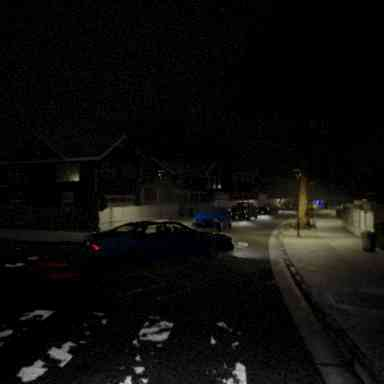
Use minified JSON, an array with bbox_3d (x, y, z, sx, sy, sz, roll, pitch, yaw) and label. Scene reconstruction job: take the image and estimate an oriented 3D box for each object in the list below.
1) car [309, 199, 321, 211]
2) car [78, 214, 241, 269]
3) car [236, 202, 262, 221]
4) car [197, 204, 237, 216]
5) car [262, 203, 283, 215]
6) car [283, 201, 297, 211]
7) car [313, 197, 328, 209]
[{"bbox_3d":[18.125,2.216,51.151,1.895,1.301,4.718,0,-1,29],"label":"car"},{"bbox_3d":[-1.105,1.693,11.692,5.357,1.411,2.033,0,-1,-31],"label":"car"},{"bbox_3d":[4.925,1.751,32.085,2.097,1.767,4.553,0,-1,24],"label":"car"},{"bbox_3d":[1.520,1.765,23.060,1.882,1.535,5.008,0,-1,18],"label":"car"},{"bbox_3d":[9.384,2.108,41.217,1.895,1.301,4.718,0,-1,28],"label":"car"},{"bbox_3d":[14.711,2.116,50.783,1.837,1.490,4.892,0,-1,29],"label":"car"},{"bbox_3d":[22.988,1.925,59.891,2.150,2.045,5.566,0,-1,29],"label":"car"}]
